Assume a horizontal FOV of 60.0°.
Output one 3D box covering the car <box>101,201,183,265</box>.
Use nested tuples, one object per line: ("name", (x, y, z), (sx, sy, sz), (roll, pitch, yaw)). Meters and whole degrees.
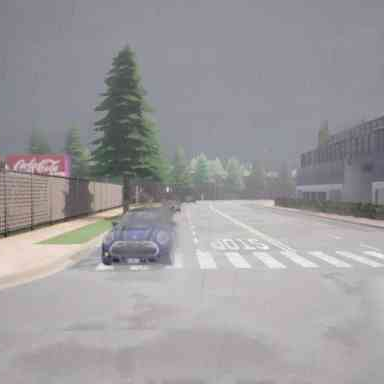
("car", (-1.584, 1.348, 11.590), (2.097, 1.767, 4.553), (0, 0, 2))

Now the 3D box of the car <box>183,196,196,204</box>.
("car", (-0.768, 1.465, 61.228), (1.994, 1.385, 4.181), (0, 0, 21))

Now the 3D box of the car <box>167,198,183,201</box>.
("car", (-2.232, 1.572, 36.575), (1.994, 1.385, 4.181), (0, 0, -2))
